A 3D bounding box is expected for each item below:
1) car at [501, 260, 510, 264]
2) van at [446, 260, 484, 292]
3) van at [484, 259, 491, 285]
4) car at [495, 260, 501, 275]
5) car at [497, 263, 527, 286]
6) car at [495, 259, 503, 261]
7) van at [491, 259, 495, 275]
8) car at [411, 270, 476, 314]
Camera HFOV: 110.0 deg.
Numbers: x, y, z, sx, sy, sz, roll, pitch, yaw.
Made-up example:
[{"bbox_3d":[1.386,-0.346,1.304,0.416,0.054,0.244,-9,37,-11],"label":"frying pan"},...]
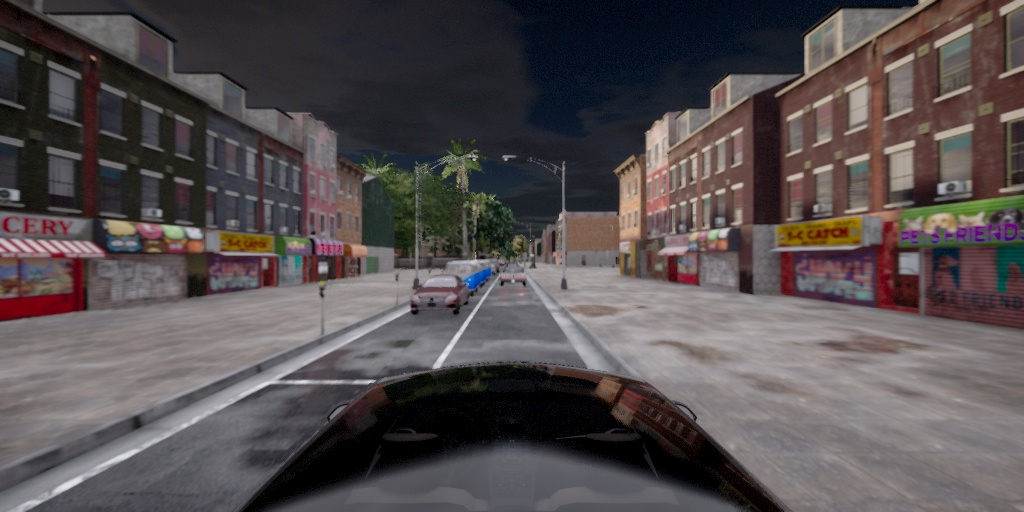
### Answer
[{"bbox_3d":[0.071,1.482,41.047,1.994,1.385,4.181,0,0,0],"label":"car"},{"bbox_3d":[-2.638,1.162,19.338,1.690,1.789,3.998,0,0,0],"label":"van"},{"bbox_3d":[-2.638,1.186,24.802,1.690,1.789,3.998,0,0,0],"label":"van"},{"bbox_3d":[-2.638,1.469,41.195,2.007,1.370,4.403,0,0,0],"label":"car"},{"bbox_3d":[0.093,1.456,26.924,1.895,1.301,4.718,0,0,0],"label":"car"},{"bbox_3d":[-2.638,1.260,46.658,2.192,1.841,5.009,0,0,0],"label":"car"},{"bbox_3d":[-2.638,1.210,30.266,1.690,1.789,3.998,0,0,0],"label":"van"},{"bbox_3d":[-2.638,1.380,13.873,1.802,1.307,4.207,0,0,0],"label":"car"}]
